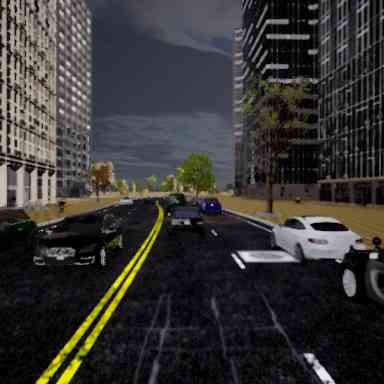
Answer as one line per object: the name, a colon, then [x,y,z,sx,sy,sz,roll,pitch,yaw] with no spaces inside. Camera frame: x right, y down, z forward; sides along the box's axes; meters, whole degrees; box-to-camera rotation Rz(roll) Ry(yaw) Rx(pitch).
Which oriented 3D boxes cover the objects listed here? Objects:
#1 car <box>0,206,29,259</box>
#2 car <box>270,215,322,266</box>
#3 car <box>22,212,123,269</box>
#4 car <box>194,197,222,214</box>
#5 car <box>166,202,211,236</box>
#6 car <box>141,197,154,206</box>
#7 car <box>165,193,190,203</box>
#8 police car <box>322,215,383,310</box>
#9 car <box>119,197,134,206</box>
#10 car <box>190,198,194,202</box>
car: [-6.784,1.323,10.720,2.097,1.767,4.553,0,0,-2]
car: [4.073,1.507,11.410,1.812,1.442,4.674,0,0,-2]
car: [-3.542,1.478,11.182,1.837,1.490,4.892,0,0,-2]
car: [1.774,1.291,34.412,2.097,1.767,4.553,0,0,-5]
car: [-0.349,1.510,18.313,2.033,1.411,5.357,0,0,-3]
car: [-6.986,1.471,52.477,1.994,1.385,4.181,0,0,-7]
car: [-1.826,1.151,38.118,2.150,2.045,5.566,0,0,-6]
police car: [4.196,1.419,5.426,1.930,1.638,5.238,0,0,-1]
car: [-10.125,1.432,51.413,1.812,1.442,4.674,0,0,-7]
car: [0.640,1.470,45.526,2.033,1.411,5.357,0,0,-7]
